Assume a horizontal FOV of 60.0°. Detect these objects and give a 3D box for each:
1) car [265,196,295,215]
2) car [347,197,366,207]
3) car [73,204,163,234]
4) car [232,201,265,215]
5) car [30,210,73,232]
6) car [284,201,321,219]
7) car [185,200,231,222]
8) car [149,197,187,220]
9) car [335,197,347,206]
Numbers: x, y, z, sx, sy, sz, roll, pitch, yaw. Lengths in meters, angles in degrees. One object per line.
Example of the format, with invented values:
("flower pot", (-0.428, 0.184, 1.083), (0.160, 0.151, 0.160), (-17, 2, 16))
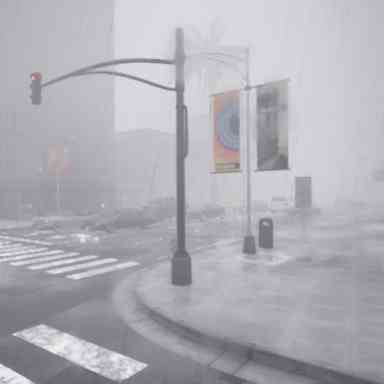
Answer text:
("car", (10.440, 1.431, 36.618), (2.150, 2.045, 5.566), (-1, -1, 35))
("car", (27.805, 1.808, 55.593), (1.994, 1.385, 4.181), (-1, -1, 35))
("car", (-4.524, 1.752, 21.383), (2.033, 1.411, 5.357), (-1, -1, 35))
("car", (6.971, 1.734, 37.665), (2.128, 1.511, 4.902), (-1, -1, 35))
("car", (-8.043, 1.837, 22.043), (1.895, 1.301, 4.718), (-1, -1, 35))
("car", (10.691, 1.769, 31.327), (1.895, 1.301, 4.718), (-1, -1, 35))
("car", (1.139, 1.700, 29.411), (1.882, 1.535, 5.008), (-1, -1, 35))
("car", (-2.414, 1.474, 30.021), (2.150, 2.045, 5.566), (-1, -1, 35))
("car", (28.092, 1.648, 61.669), (2.097, 1.767, 4.553), (-1, 0, 37))
